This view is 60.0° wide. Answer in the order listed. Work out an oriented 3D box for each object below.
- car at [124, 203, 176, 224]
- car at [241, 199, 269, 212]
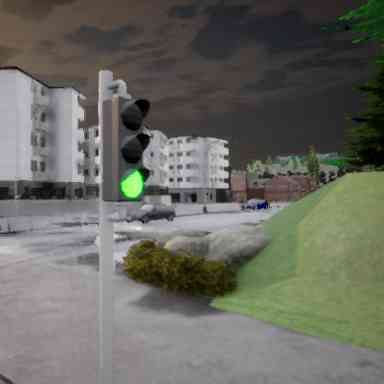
[{"bbox_3d":[-3.107,1.592,25.465,1.812,1.442,4.674,0,0,35],"label":"car"},{"bbox_3d":[7.694,1.543,40.594,1.882,1.535,5.008,0,0,36],"label":"car"}]
